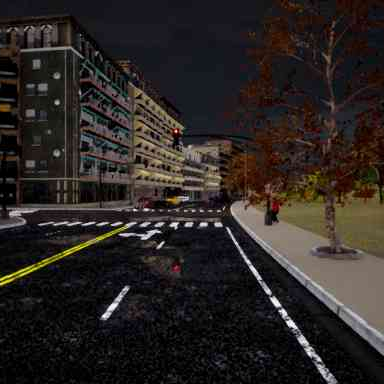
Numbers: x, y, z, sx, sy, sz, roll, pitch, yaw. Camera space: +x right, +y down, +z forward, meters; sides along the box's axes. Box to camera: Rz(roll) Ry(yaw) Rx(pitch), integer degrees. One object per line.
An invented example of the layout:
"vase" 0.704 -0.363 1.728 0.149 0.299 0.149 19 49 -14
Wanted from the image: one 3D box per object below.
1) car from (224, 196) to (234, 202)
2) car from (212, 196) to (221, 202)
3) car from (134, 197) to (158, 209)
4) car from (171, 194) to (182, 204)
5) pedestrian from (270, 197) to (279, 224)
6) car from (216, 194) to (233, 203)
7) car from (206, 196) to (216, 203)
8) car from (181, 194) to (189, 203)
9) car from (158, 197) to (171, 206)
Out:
"car" 9.867 1.869 88.684 2.128 1.511 4.902 0 0 13
"car" 6.599 1.815 88.966 1.882 1.535 5.008 0 0 13
"car" -6.866 1.477 48.240 2.097 1.767 4.553 0 0 7
"car" -3.969 1.716 68.413 1.882 1.535 5.008 0 0 9
"pedestrian" 5.366 1.166 21.465 0.375 1.860 0.375 0 0 3
"car" 7.708 1.533 78.275 2.150 2.045 5.566 0 0 11
"car" 4.503 1.833 78.818 2.128 1.511 4.902 0 0 11
"car" -2.111 1.527 78.821 2.150 2.045 5.566 0 0 10
"car" -5.580 1.781 58.238 1.895 1.301 4.718 0 0 8
